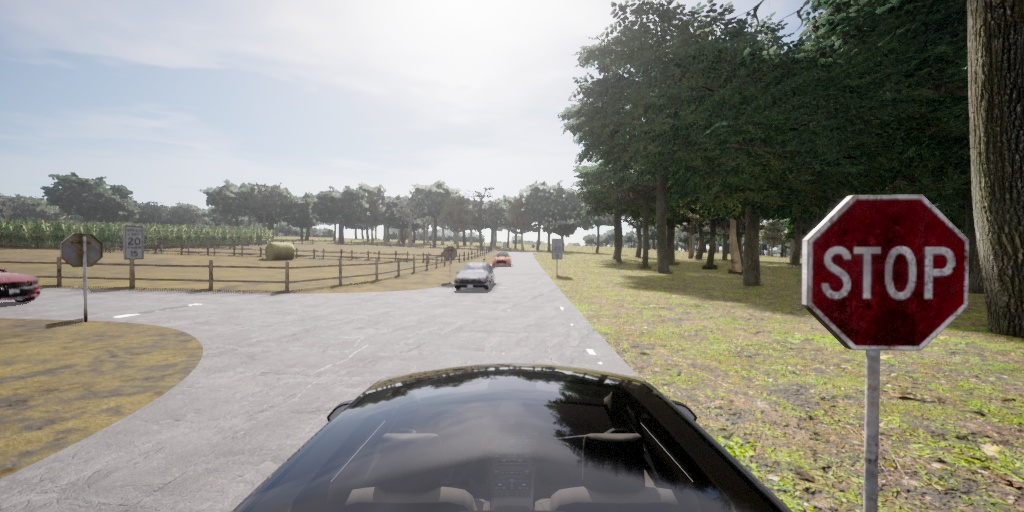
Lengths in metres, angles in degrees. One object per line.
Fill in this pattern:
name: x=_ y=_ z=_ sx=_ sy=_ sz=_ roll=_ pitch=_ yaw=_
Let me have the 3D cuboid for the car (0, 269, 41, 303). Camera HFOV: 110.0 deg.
car: x=-18.627 y=0.830 z=11.742 sx=5.008 sy=1.535 sz=1.882 roll=1 pitch=1 yaw=2

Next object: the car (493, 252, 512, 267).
car: x=-1.151 y=0.346 z=43.792 sx=2.097 sy=1.767 sz=4.553 roll=0 pitch=1 yaw=2

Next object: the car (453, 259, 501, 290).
car: x=-2.010 y=1.090 z=20.665 sx=2.033 sy=1.411 sz=5.357 roll=0 pitch=1 yaw=2
